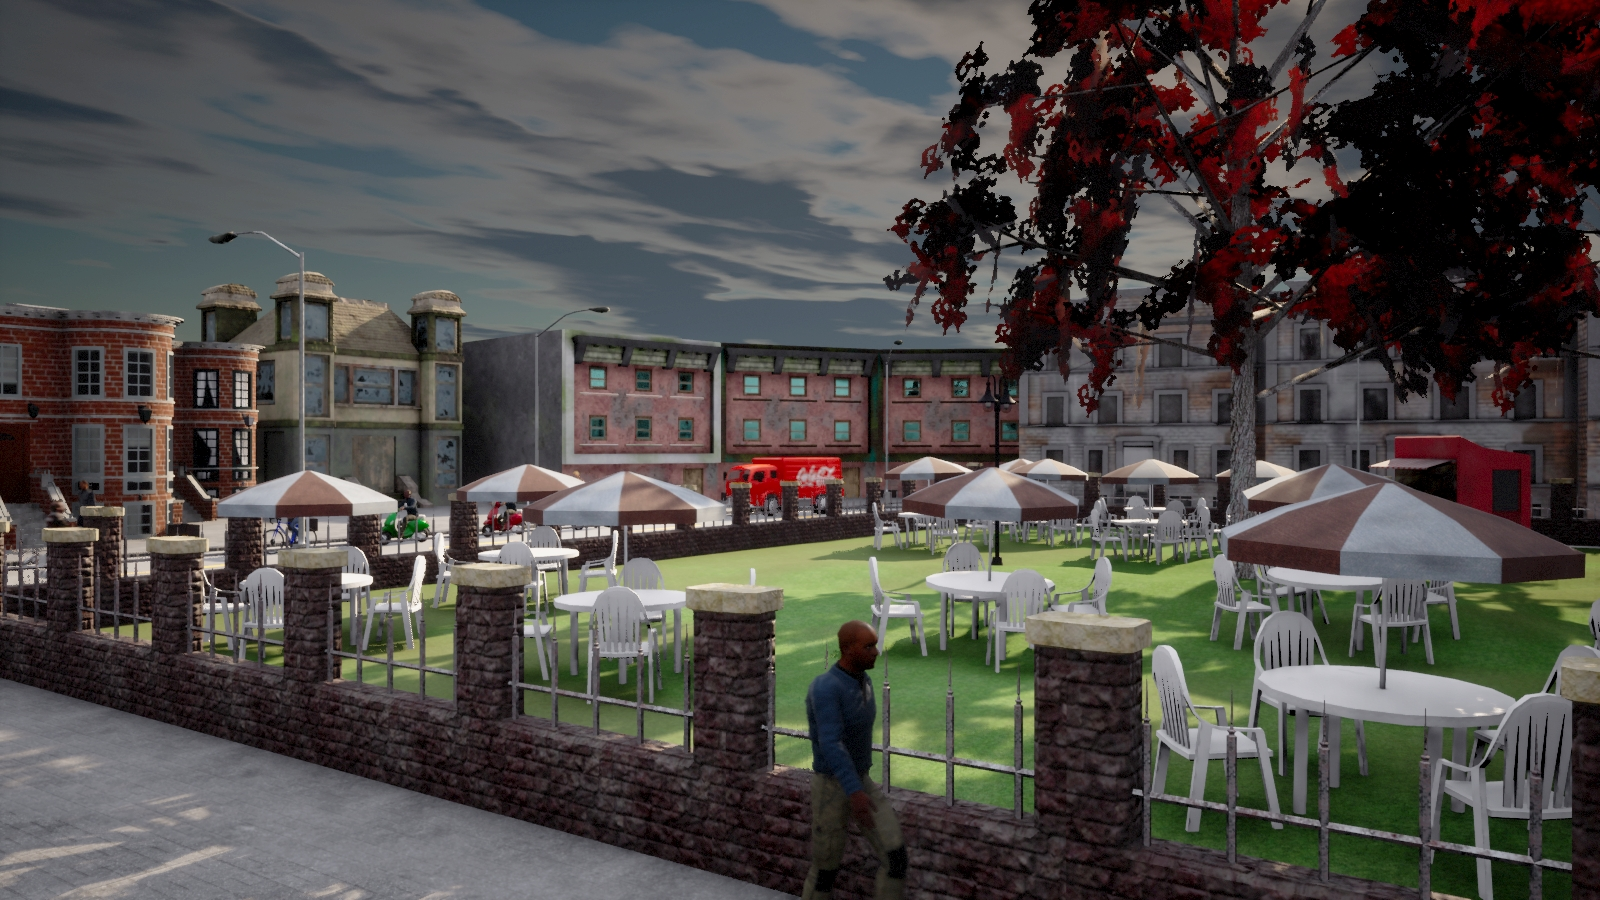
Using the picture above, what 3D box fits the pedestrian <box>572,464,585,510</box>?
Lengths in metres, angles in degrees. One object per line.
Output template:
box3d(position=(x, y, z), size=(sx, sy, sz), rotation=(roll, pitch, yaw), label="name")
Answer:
box3d(position=(-9.104, 1.512, 46.941), size=(0.375, 1.860, 0.375), rotation=(0, 0, -41), label="pedestrian")

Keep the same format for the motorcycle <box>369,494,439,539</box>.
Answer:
box3d(position=(-11.759, 1.950, 33.969), size=(0.856, 1.236, 1.805), rotation=(0, 0, 35), label="motorcycle")

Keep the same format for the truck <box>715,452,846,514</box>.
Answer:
box3d(position=(-0.790, 1.331, 49.157), size=(5.204, 2.467, 2.627), rotation=(-1, 0, -42), label="truck")

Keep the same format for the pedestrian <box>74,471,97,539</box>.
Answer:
box3d(position=(-19.501, 1.494, 31.188), size=(0.375, 1.860, 0.375), rotation=(0, 0, 19), label="pedestrian")

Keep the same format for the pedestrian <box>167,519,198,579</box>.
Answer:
box3d(position=(-11.867, 1.887, 21.956), size=(0.500, 1.100, 0.500), rotation=(0, 0, -31), label="pedestrian")

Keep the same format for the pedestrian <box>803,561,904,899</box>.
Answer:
box3d(position=(0.275, 1.523, 5.864), size=(0.375, 1.860, 0.375), rotation=(0, 0, 36), label="pedestrian")
